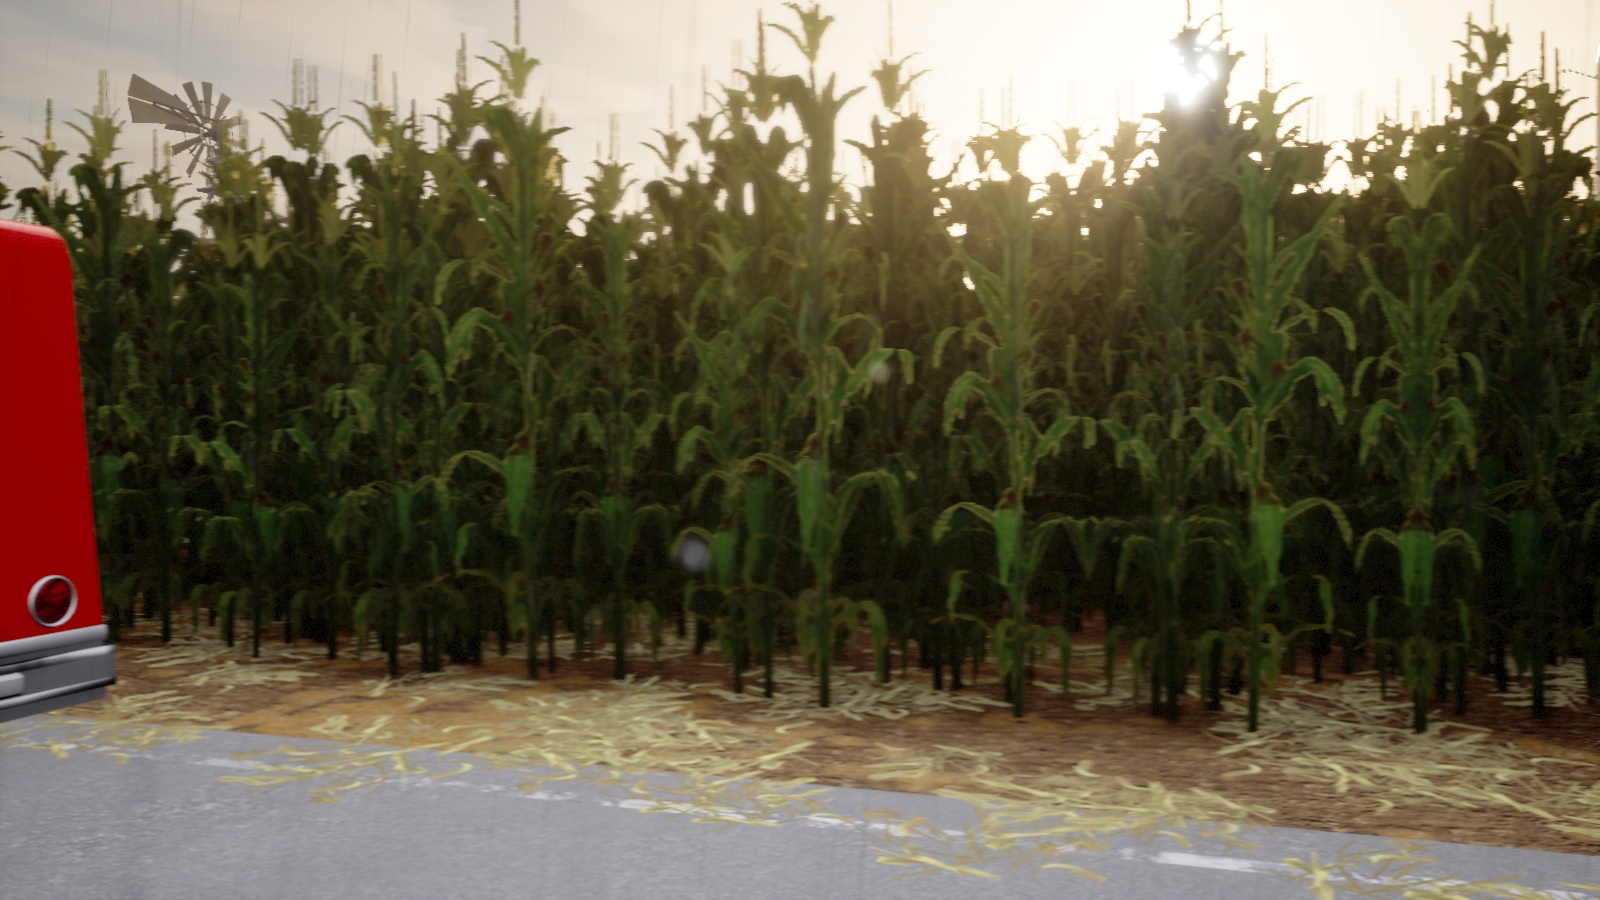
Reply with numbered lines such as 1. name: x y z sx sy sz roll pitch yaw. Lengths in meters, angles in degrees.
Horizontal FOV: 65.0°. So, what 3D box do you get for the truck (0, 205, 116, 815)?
1. truck: -5.943 0.234 5.186 5.204 2.467 2.627 1 1 19
